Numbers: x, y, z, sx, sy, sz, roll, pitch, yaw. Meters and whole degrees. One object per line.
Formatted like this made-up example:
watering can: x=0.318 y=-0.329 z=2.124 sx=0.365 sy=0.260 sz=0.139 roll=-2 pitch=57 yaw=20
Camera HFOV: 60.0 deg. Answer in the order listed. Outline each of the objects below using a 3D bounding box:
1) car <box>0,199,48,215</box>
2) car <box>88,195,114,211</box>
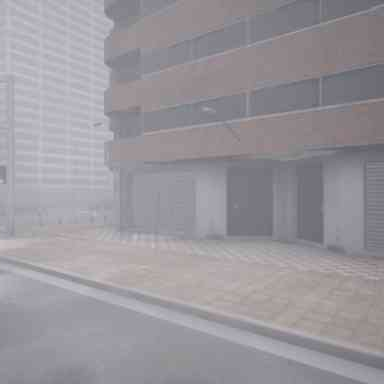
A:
car: x=-16.726 y=1.499 z=32.660 sx=1.837 sy=1.490 sz=4.892 roll=0 pitch=0 yaw=37
car: x=-10.478 y=1.499 z=40.915 sx=1.837 sy=1.490 sz=4.892 roll=0 pitch=0 yaw=37
